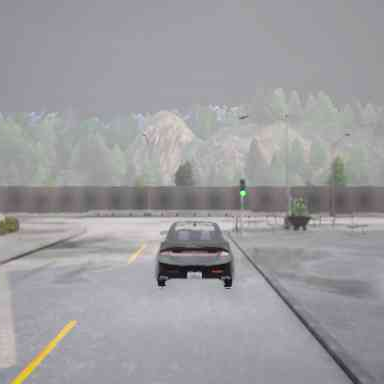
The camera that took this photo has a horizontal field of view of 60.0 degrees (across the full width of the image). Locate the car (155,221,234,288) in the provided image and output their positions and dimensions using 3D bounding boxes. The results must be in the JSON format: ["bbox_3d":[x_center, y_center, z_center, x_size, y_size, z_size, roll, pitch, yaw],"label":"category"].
[{"bbox_3d":[0.079,1.575,9.506,2.128,1.511,4.902,0,0,1],"label":"car"}]
